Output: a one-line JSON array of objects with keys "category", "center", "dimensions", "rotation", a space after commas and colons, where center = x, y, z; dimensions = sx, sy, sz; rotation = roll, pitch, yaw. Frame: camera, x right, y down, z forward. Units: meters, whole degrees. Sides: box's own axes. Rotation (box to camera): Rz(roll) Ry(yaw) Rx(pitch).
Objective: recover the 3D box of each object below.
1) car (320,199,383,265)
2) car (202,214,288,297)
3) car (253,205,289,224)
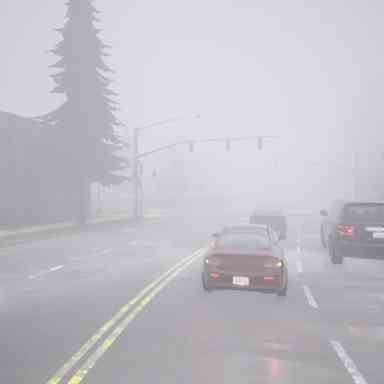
[{"category": "car", "center": [5.806, 1.244, 11.533], "dimensions": [2.150, 2.045, 5.566], "rotation": [0, 0, 17]}, {"category": "car", "center": [1.447, 1.541, 8.637], "dimensions": [1.812, 1.442, 4.674], "rotation": [0, 0, 13]}, {"category": "car", "center": [4.511, 1.512, 19.227], "dimensions": [1.882, 1.535, 5.008], "rotation": [0, 0, 18]}]
